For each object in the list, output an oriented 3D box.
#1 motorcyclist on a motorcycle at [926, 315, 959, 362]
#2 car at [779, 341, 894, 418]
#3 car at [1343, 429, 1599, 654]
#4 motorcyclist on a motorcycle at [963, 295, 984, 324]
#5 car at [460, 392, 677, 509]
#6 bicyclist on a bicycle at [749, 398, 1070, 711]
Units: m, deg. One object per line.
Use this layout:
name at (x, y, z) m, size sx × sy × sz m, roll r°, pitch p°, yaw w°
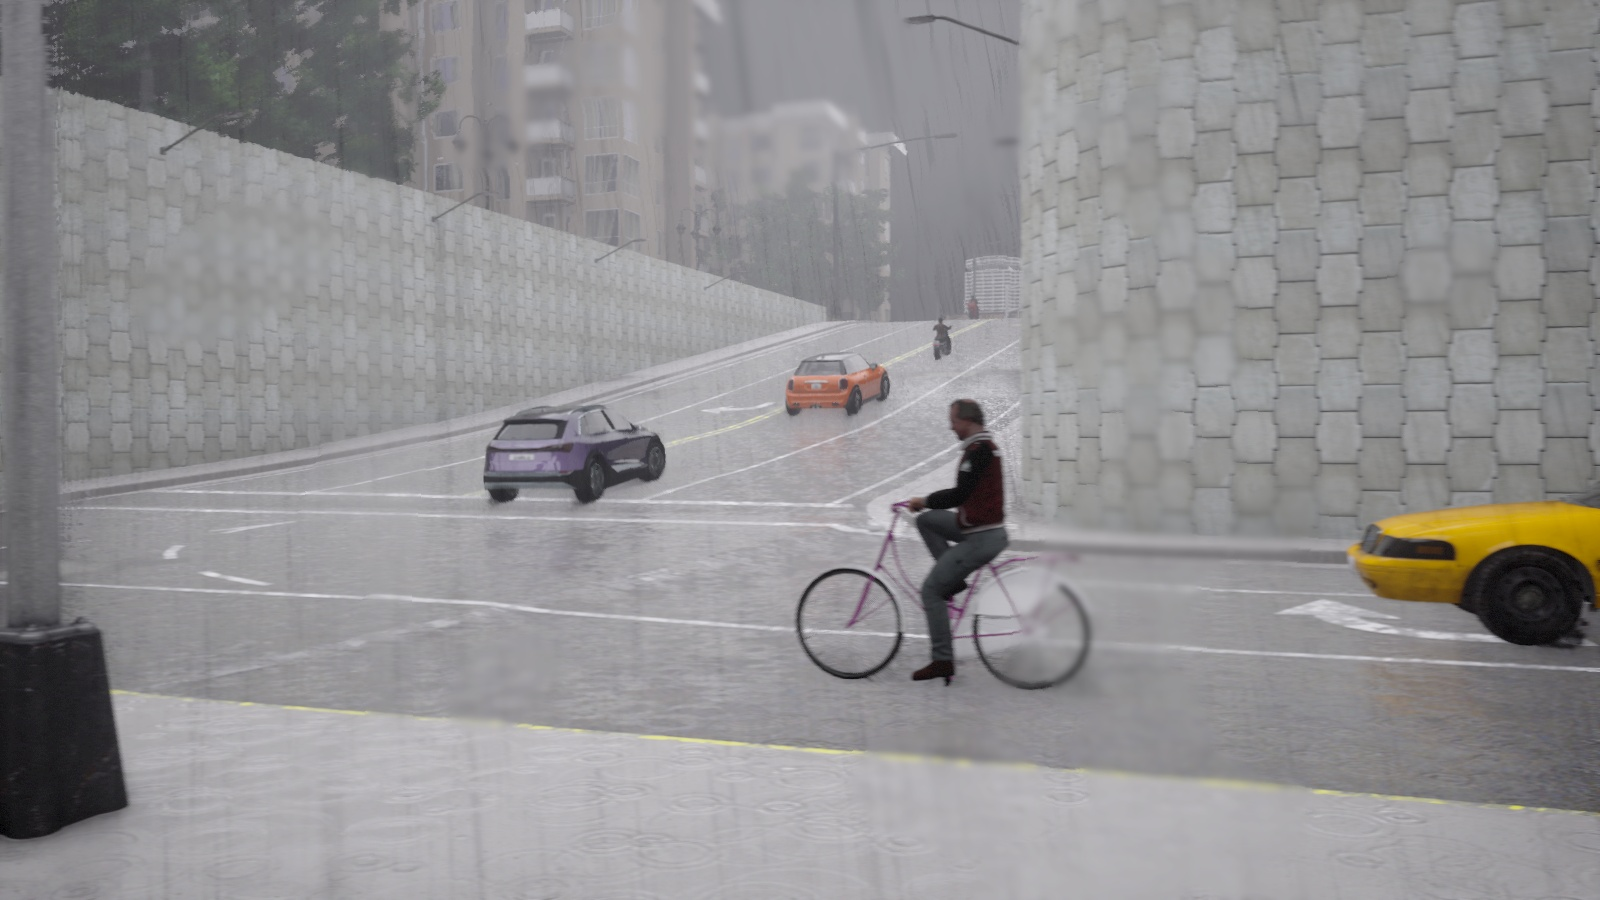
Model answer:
motorcyclist on a motorcycle at (5.736, -4.492, 50.454) m, size 0.766 × 1.649 × 2.350 m, roll 1°, pitch 10°, yaw 20°
car at (1.200, -2.174, 37.891) m, size 2.097 × 1.767 × 4.553 m, roll 1°, pitch 10°, yaw 20°
car at (7.015, 0.643, 9.272) m, size 5.366 × 1.575 × 1.801 m, roll 1°, pitch 1°, yaw 19°
motorcyclist on a motorcycle at (10.019, -8.117, 72.629) m, size 0.797 × 1.523 × 2.044 m, roll 1°, pitch 2°, yaw 20°
car at (-4.096, -0.091, 23.235) m, size 2.033 × 1.649 × 4.856 m, roll 0°, pitch 6°, yaw 15°
bicyclist on a bicycle at (0.672, 0.576, 7.712) m, size 1.843 × 1.776 × 0.659 m, roll 1°, pitch 1°, yaw 19°
